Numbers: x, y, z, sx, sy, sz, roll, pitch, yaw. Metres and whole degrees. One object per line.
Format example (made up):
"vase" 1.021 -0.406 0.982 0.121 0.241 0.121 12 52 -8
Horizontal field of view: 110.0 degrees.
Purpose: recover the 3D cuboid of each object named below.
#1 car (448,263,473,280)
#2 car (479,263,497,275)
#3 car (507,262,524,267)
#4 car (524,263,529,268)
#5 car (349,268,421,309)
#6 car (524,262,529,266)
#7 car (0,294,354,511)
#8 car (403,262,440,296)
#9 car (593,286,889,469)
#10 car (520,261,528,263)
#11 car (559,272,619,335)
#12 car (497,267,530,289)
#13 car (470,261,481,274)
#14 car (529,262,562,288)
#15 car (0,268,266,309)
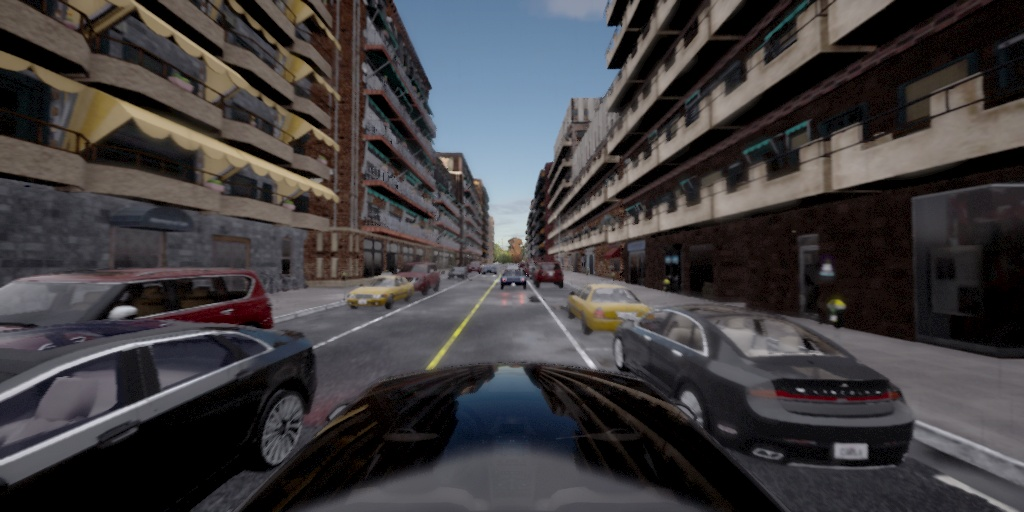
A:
"car" -5.693 1.784 38.466 1.948 1.339 4.313 0 0 0
"car" -3.036 1.924 49.367 1.994 1.385 4.181 0 -1 0
"car" 0.096 1.720 40.281 1.882 1.535 5.008 0 -1 0
"car" 2.688 1.770 38.433 2.007 1.370 4.403 0 0 0
"car" -5.691 1.458 16.026 1.751 1.417 4.829 0 0 0
"car" 2.688 1.836 44.000 1.888 1.381 4.507 0 0 0
"car" -3.098 1.245 2.071 2.128 1.511 4.902 0 -1 0
"car" -5.691 1.318 21.763 2.192 1.841 5.009 0 0 0
"car" 2.692 1.343 5.029 2.007 1.370 4.403 0 0 0
"car" 2.686 1.678 49.567 2.192 1.841 5.009 0 0 0
"car" 2.691 1.388 10.766 1.751 1.417 4.829 0 0 0
"car" 0.100 1.663 26.276 1.895 1.301 4.718 0 -1 0
"car" -5.695 1.749 55.168 2.192 1.841 5.009 0 0 0
"car" 2.689 1.390 27.298 2.192 1.841 5.009 0 0 0
"car" -5.689 1.106 5.062 2.192 1.841 5.009 0 0 0
